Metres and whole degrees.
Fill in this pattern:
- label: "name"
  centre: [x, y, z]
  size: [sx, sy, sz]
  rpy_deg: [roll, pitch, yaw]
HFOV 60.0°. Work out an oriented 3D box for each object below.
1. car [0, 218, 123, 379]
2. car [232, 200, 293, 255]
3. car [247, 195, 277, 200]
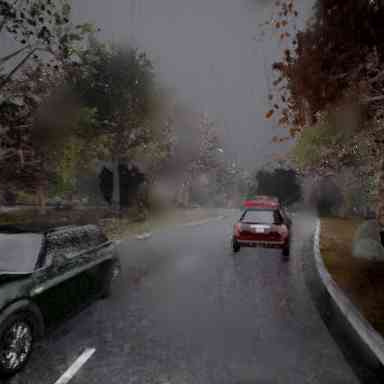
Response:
- label: "car"
  centre: [-2.880, 1.333, 5.584]
  size: [2.097, 1.767, 4.553]
  rpy_deg: [0, 0, 10]
- label: "car"
  centre: [3.090, 1.385, 13.914]
  size: [2.097, 1.767, 4.553]
  rpy_deg: [0, 0, 18]
- label: "car"
  centre: [7.677, 1.401, 37.952]
  size: [2.150, 2.045, 5.566]
  rpy_deg: [2, -1, -20]
